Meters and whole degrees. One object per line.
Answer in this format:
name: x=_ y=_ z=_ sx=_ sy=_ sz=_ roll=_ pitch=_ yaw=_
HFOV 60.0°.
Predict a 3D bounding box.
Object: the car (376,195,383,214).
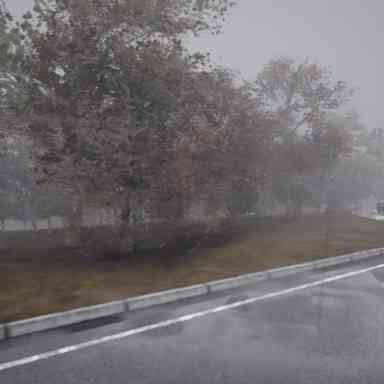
car: x=21.199 y=1.224 z=35.321 sx=2.150 sy=2.045 sz=5.566 roll=-1 pitch=-1 yaw=39
